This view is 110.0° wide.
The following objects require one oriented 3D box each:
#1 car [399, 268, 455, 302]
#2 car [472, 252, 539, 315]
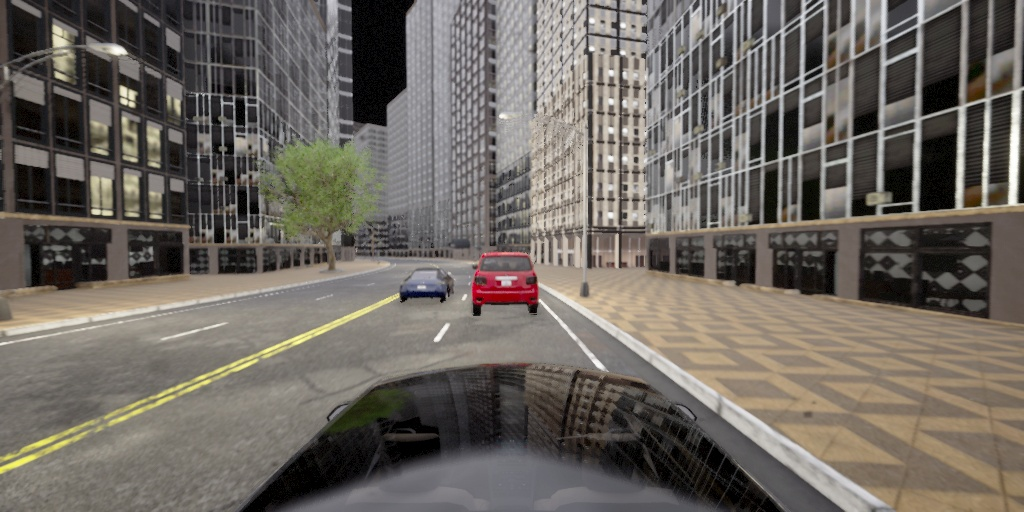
[{"bbox_3d":[-3.781,1.218,16.469,1.994,1.385,4.181,0,0,-4],"label":"car"},{"bbox_3d":[-0.311,0.886,13.381,2.150,2.045,5.566,0,0,-3],"label":"car"}]
